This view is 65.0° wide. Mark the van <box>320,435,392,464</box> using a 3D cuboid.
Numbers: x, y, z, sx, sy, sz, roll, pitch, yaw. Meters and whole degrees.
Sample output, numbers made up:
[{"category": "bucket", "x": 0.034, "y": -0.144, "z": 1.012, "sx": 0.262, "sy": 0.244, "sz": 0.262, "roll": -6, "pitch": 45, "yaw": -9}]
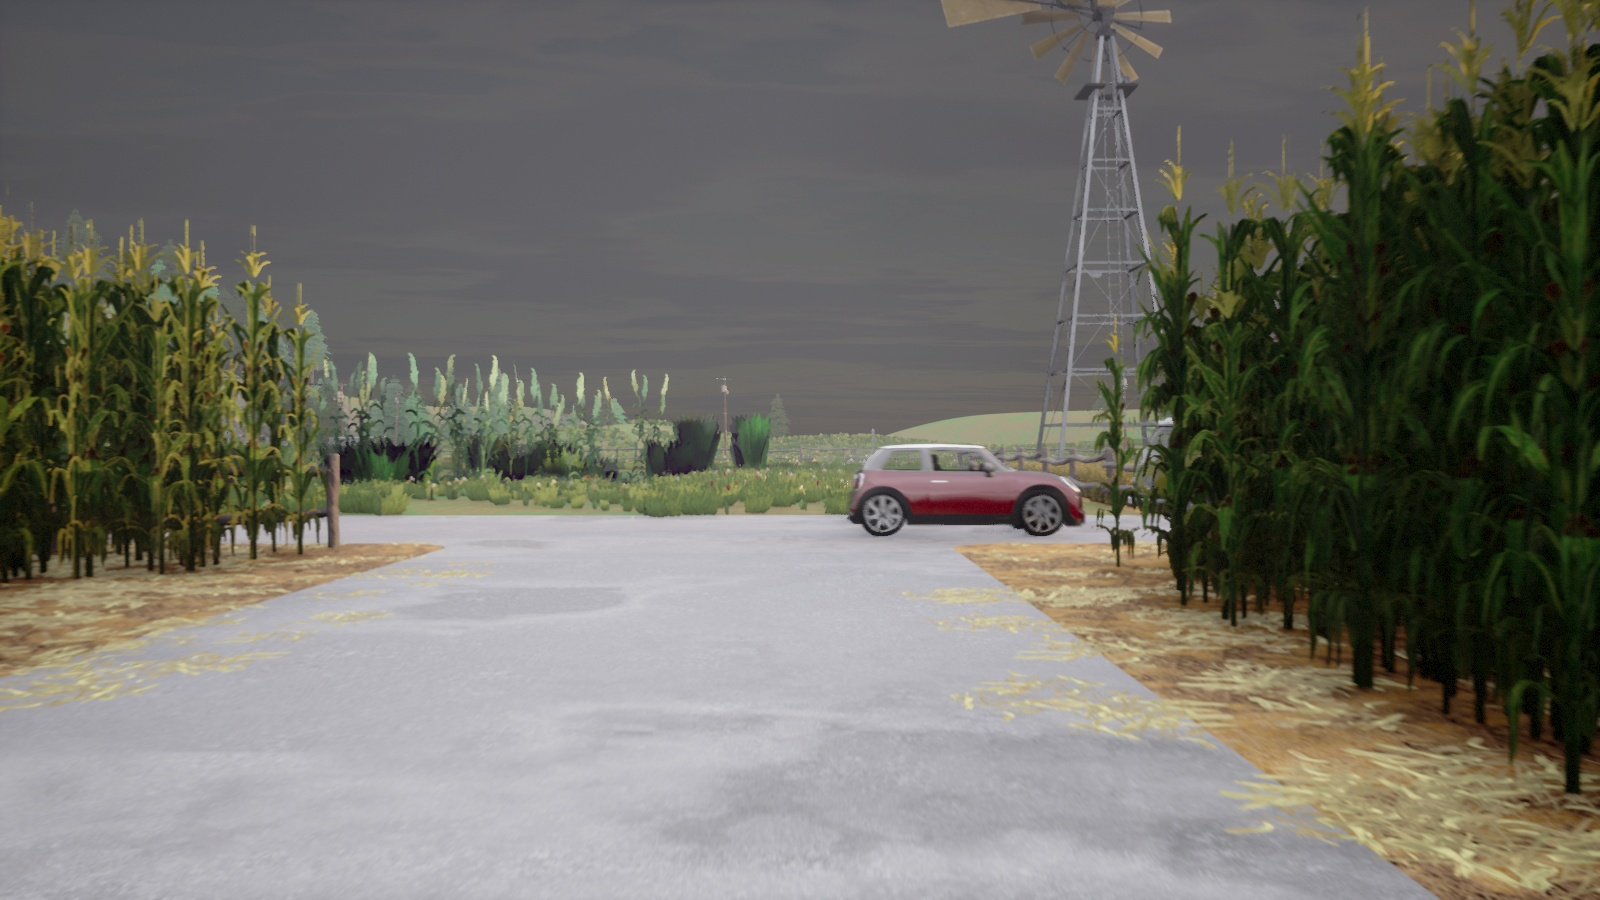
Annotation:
[{"category": "van", "x": -31.386, "y": -0.023, "z": 88.871, "sx": 4.442, "sy": 1.987, "sz": 1.775, "roll": 0, "pitch": 0, "yaw": 6}]

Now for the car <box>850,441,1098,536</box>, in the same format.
[{"category": "car", "x": 2.757, "y": 0.599, "z": 20.646, "sx": 3.806, "sy": 1.475, "sz": 1.970, "roll": 0, "pitch": 0, "yaw": 0}]

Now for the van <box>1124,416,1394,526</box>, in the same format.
[{"category": "van", "x": 8.578, "y": 0.374, "z": 23.731, "sx": 4.442, "sy": 1.987, "sz": 1.775, "roll": 0, "pitch": 0, "yaw": 0}]
